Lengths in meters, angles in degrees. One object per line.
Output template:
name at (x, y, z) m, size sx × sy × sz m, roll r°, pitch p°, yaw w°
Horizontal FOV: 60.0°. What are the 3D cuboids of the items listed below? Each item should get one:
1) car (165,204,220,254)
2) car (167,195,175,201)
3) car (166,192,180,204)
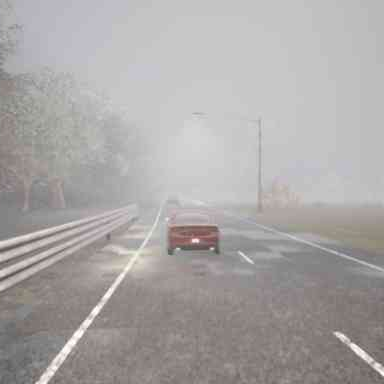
car at (-0.067, 1.478, 13.570) m, size 1.882 × 1.535 × 5.008 m, roll 0°, pitch 0°, yaw -4°
car at (-5.733, 1.483, 89.731) m, size 2.128 × 1.511 × 4.902 m, roll 0°, pitch 0°, yaw -4°
car at (-3.131, 1.340, 54.811) m, size 2.097 × 1.767 × 4.553 m, roll 0°, pitch 0°, yaw -4°
